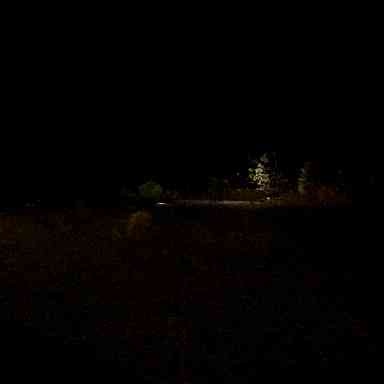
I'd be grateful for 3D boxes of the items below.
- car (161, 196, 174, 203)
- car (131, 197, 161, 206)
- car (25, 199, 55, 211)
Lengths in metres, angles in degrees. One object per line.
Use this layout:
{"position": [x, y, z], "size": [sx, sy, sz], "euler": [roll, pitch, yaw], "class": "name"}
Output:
{"position": [-5.756, 1.663, 71.800], "size": [1.812, 1.442, 4.674], "euler": [0, 0, 34], "class": "car"}
{"position": [-8.017, 1.612, 55.834], "size": [2.128, 1.511, 4.902], "euler": [0, 0, 34], "class": "car"}
{"position": [-17.793, 1.613, 41.253], "size": [2.033, 1.411, 5.357], "euler": [0, 0, 34], "class": "car"}
